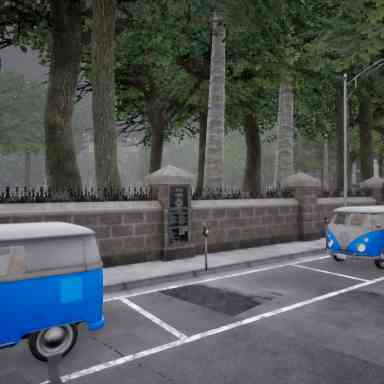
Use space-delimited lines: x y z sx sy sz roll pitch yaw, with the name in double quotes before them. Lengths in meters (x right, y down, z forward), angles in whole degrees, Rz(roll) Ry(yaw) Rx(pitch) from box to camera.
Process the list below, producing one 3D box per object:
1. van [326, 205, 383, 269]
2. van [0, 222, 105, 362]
"van" 6.040 1.337 10.854 3.998 1.788 1.690 0 0 -36
"van" -3.167 1.341 4.275 3.998 1.788 1.690 0 0 -36
